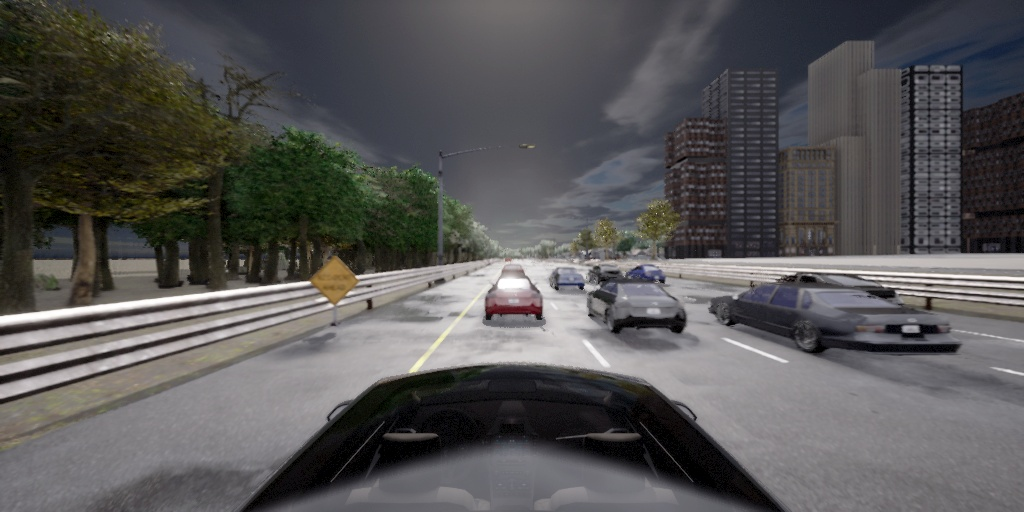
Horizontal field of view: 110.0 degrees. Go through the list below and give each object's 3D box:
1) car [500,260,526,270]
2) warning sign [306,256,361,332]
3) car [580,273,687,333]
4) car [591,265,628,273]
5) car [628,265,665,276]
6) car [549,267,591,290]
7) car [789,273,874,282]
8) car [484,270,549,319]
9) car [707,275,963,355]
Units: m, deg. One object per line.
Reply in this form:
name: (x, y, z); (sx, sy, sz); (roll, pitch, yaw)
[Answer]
car: (0.074, 1.371, 29.048); (1.882, 1.535, 5.008); (0, 0, 0)
warning sign: (-4.550, 0.916, 9.228); (1.300, 1.860, 1.060); (0, 0, 0)
car: (3.558, 1.372, 10.973); (1.994, 1.385, 4.181); (0, -1, 1)
car: (7.067, 1.394, 27.532); (1.837, 1.490, 4.892); (0, 0, 0)
car: (10.573, 1.417, 28.466); (1.812, 1.442, 4.674); (0, 0, 0)
car: (3.539, 1.420, 23.792); (2.033, 1.411, 5.357); (0, 0, 0)
car: (10.570, 1.325, 12.606); (1.837, 1.490, 4.892); (0, 0, 0)
car: (0.071, 1.386, 13.244); (1.994, 1.385, 4.181); (0, 0, 0)
car: (7.042, 1.345, 8.823); (2.033, 1.411, 5.357); (0, 0, 1)
